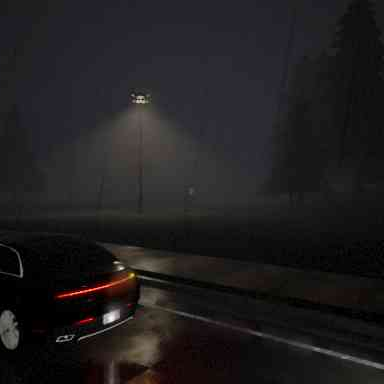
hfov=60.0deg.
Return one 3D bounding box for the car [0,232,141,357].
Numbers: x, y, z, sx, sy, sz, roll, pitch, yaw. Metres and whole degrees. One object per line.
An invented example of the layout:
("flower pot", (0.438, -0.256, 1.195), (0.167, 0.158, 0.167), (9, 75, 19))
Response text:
("car", (-3.103, 1.505, 6.084), (4.892, 1.490, 1.837), (0, 0, 35))
